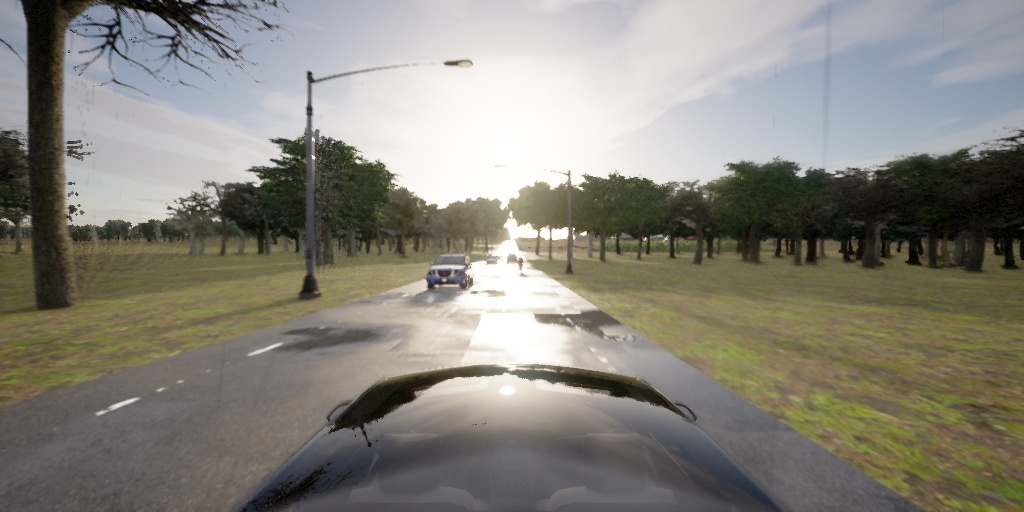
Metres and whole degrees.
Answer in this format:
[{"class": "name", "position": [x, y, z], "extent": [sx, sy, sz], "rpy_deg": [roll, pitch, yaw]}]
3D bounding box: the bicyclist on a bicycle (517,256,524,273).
[{"class": "bicyclist on a bicycle", "position": [0.960, 0.890, 37.080], "extent": [0.659, 1.776, 1.843], "rpy_deg": [0, 1, 0]}]

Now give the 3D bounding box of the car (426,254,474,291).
[{"class": "car", "position": [-3.592, 0.890, 21.776], "extent": [2.150, 2.045, 5.566], "rpy_deg": [0, 1, 0]}]

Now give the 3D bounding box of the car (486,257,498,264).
[{"class": "car", "position": [-3.515, 0.784, 62.274], "extent": [1.895, 1.301, 4.718], "rpy_deg": [0, 1, 0]}]
